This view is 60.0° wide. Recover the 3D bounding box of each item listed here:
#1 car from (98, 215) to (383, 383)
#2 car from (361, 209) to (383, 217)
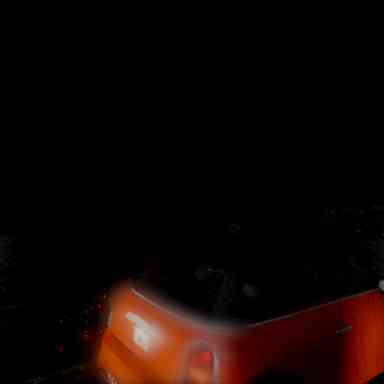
[{"bbox_3d":[1.279,1.351,4.232,4.553,1.767,2.097,0,0,-35],"label":"car"},{"bbox_3d":[9.998,1.567,17.645,4.313,1.339,1.947,0,0,-36],"label":"car"}]
